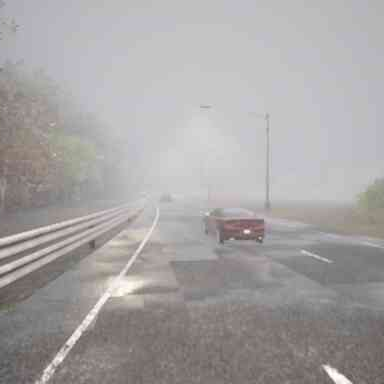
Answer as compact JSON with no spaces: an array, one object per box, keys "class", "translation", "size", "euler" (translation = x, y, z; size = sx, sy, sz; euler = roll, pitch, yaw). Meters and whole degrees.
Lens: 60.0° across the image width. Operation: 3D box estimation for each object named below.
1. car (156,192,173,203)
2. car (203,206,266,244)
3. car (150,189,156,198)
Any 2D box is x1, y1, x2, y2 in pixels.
[{"class":"car","translation":[-4.512,0.918,56.281],"size":[2.097,1.767,4.553],"euler":[0,1,-9]},{"class":"car","translation":[1.779,1.381,15.415],"size":[1.882,1.535,5.008],"euler":[0,0,-9]},{"class":"car","translation":[-9.841,0.779,90.864],"size":[2.128,1.511,4.902],"euler":[0,1,-9]}]
